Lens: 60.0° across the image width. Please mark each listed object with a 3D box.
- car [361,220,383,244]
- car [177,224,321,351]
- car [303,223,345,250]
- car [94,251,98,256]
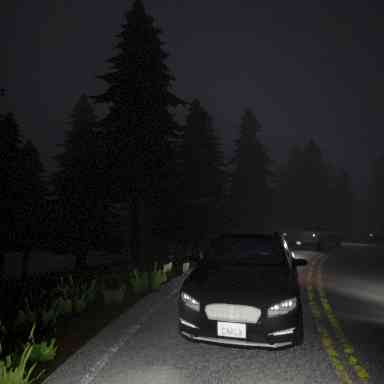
[{"bbox_3d":[16.013,3.243,26.549,5.566,2.045,2.150,8,-8,-28],"label":"car"},{"bbox_3d":[1.139,1.562,6.634,2.128,1.511,4.902,-1,-2,15],"label":"car"},{"bbox_3d":[6.544,2.312,17.766,1.895,1.301,4.718,-3,-6,39],"label":"car"},{"bbox_3d":[-20.220,13.651,73.015,4.181,1.381,1.994,-2,-5,31],"label":"car"}]
